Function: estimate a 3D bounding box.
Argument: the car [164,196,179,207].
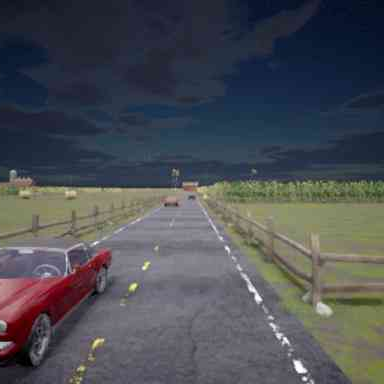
[{"bbox_3d":[-2.841,1.299,46.704,1.882,1.535,5.008,0,0,0],"label":"car"}]

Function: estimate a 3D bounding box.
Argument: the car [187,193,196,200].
[{"bbox_3d":[-0.016,1.142,80.569,1.837,1.490,4.892,0,0,0],"label":"car"}]

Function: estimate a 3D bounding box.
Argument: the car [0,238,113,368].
[{"bbox_3d":[-2.853,1.581,5.846,1.895,1.301,4.718,0,0,0],"label":"car"}]
